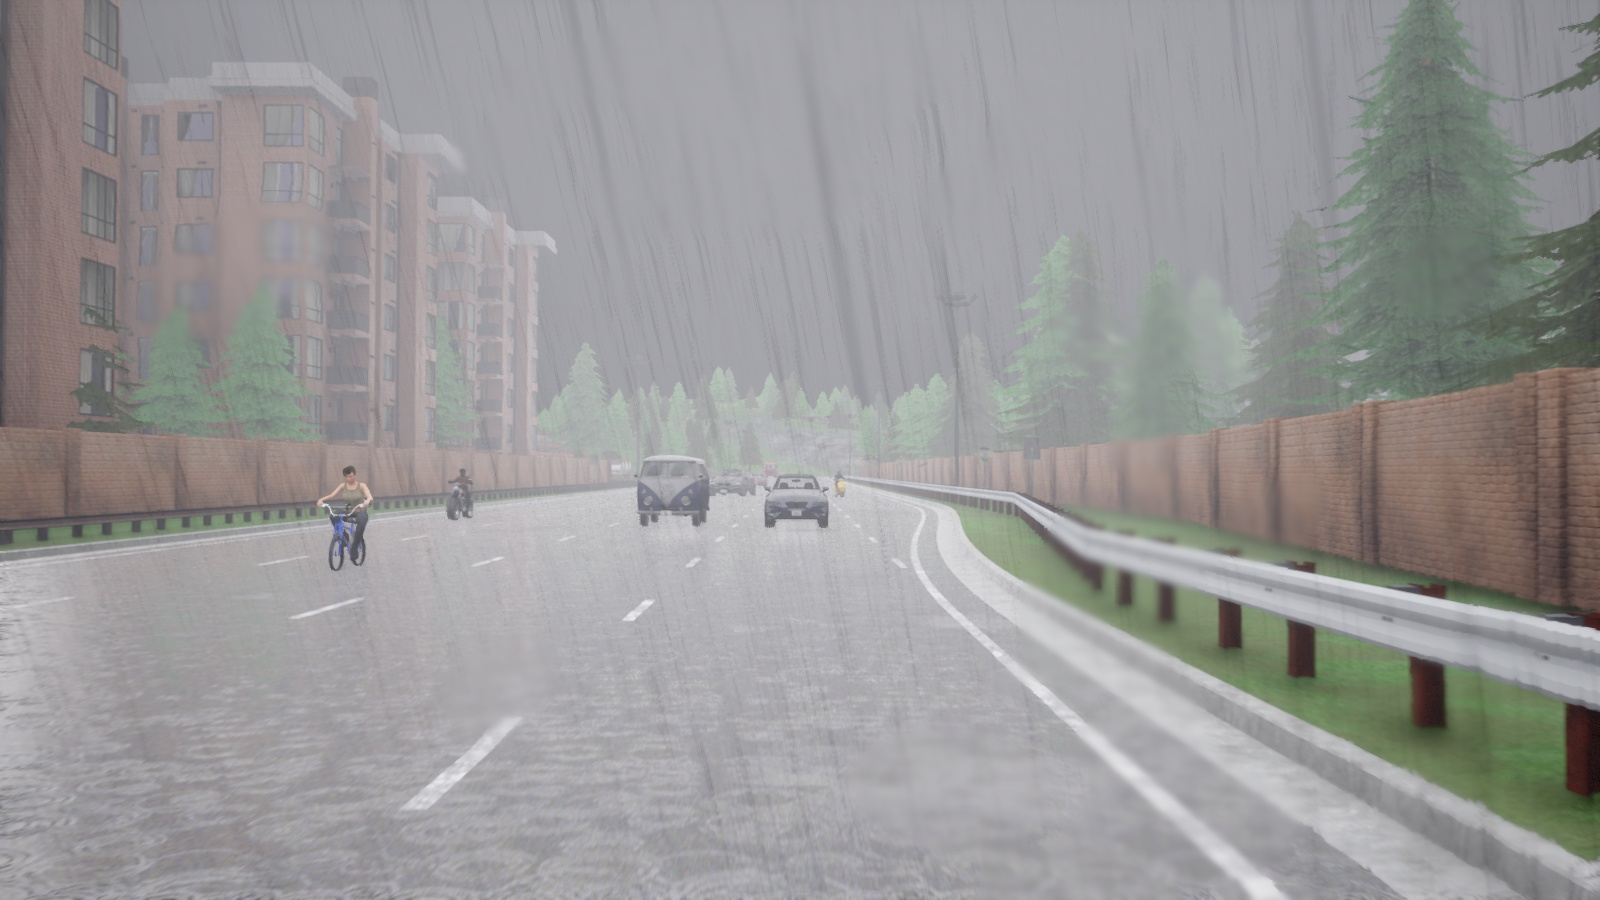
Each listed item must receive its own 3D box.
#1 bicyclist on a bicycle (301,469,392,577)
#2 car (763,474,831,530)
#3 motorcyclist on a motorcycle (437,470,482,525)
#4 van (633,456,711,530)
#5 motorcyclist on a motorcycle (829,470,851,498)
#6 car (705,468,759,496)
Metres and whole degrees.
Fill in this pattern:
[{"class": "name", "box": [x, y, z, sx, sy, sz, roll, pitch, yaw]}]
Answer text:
[{"class": "bicyclist on a bicycle", "box": [-7.044, 1.107, 19.585, 0.866, 1.612, 1.509, 0, -1, 0]}, {"class": "car", "box": [-0.086, 1.421, 35.420, 1.816, 1.474, 4.193, 0, -1, 0]}, {"class": "motorcyclist on a motorcycle", "box": [-10.595, 1.462, 39.168, 0.766, 1.649, 2.350, 0, -1, 0]}, {"class": "van", "box": [-3.588, 1.182, 35.919, 1.775, 1.987, 4.442, 0, -1, 0]}, {"class": "motorcyclist on a motorcycle", "box": [2.319, 1.973, 72.612, 0.866, 1.590, 1.817, 0, -1, -13]}, {"class": "car", "box": [-4.195, 1.985, 78.175, 2.242, 1.667, 4.611, 0, -1, 11]}]
